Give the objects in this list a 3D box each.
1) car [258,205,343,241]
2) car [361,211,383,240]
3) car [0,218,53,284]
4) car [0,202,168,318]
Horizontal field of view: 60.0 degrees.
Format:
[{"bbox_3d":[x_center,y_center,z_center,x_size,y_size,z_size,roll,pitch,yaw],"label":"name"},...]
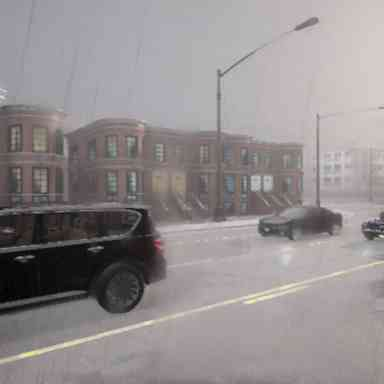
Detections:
[{"bbox_3d":[5.416,1.418,16.419,5.008,1.535,1.882,0,0,-35],"label":"car"},{"bbox_3d":[9.740,1.529,15.190,4.718,1.301,1.895,0,0,-35],"label":"car"},{"bbox_3d":[-6.128,1.528,8.215,4.674,1.442,1.812,0,0,-35],"label":"car"},{"bbox_3d":[-3.112,1.222,6.069,5.566,2.045,2.150,0,0,-36],"label":"car"}]
